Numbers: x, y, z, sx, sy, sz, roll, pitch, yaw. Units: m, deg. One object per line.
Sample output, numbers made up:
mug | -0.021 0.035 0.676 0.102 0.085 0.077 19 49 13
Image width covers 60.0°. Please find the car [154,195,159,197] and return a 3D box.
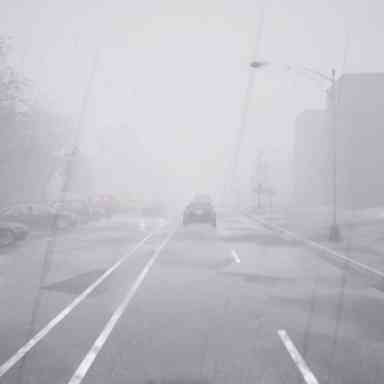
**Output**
car | -7.714 1.584 49.240 4.674 1.452 2.002 -1 0 -16

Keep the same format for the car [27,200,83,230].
car | -9.179 1.481 19.614 4.892 1.521 2.231 -1 0 -19

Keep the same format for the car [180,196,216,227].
car | 0.522 1.345 22.612 2.097 1.767 4.553 0 0 2

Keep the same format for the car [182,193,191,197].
car | -0.472 1.570 72.025 1.812 1.442 4.674 0 0 5

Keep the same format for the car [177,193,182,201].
car | -5.532 1.550 72.974 5.366 1.575 1.946 -1 0 -14

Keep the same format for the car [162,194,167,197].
car | -7.285 1.556 55.165 5.008 1.535 2.097 -1 0 -16

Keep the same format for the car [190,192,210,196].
car | 1.336 1.246 40.717 2.150 2.045 5.566 0 0 3

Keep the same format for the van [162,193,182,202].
van | -4.915 1.306 81.741 4.442 1.987 1.878 -1 0 -14

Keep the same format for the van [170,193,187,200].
van | -3.706 1.251 93.523 4.442 1.987 1.878 -1 1 -14

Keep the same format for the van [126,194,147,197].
van | -8.171 1.291 40.424 4.442 1.987 1.878 -1 0 -17

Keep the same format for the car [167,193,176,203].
car | -6.255 1.436 67.016 4.553 1.767 2.185 -1 0 -15

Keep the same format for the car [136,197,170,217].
car | -3.504 1.483 31.050 1.882 1.535 5.008 0 0 3

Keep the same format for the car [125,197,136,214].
car | -8.594 1.543 34.454 4.674 1.452 2.002 -1 0 -17

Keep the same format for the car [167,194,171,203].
car | -6.812 1.602 61.091 4.674 1.452 2.002 -1 0 -15

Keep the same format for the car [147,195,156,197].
car | -7.896 1.576 46.298 4.674 1.452 2.002 0 -1 -16

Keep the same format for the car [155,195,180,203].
car | -5.591 1.548 75.836 5.366 1.575 1.946 -1 0 -14

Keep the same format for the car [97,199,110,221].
car | -8.978 1.526 25.552 4.674 1.452 2.002 -1 0 -18

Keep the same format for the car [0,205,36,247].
car | -9.287 1.506 13.680 4.792 1.488 2.163 -1 0 -19

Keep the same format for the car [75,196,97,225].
car | -9.048 1.357 22.585 4.553 1.767 2.185 -1 0 -18

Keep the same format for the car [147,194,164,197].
car | -7.694 1.551 52.154 5.366 1.575 1.946 -1 0 -16

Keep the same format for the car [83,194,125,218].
car | -8.890 1.240 28.506 5.566 2.045 2.435 -1 0 -18

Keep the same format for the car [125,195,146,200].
car | -8.264 1.504 37.476 5.366 1.575 1.946 -1 0 -17

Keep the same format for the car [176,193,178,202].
car | -6.009 1.561 69.970 4.892 1.521 2.231 -1 0 -15
